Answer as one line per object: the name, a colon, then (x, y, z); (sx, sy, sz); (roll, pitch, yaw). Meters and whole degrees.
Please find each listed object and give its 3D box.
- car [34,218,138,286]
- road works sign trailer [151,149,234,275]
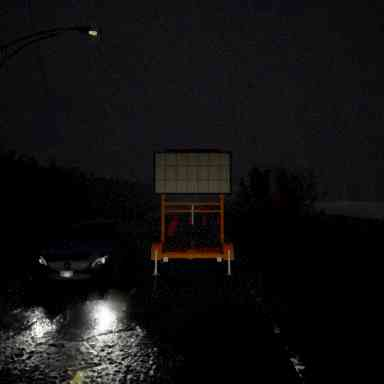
car: (-2.733, 1.531, 9.586); (1.812, 1.442, 4.674); (0, 0, 0)
road works sign trailer: (0.019, 0.471, 10.417); (2.380, 3.560, 2.880); (0, 0, 0)
